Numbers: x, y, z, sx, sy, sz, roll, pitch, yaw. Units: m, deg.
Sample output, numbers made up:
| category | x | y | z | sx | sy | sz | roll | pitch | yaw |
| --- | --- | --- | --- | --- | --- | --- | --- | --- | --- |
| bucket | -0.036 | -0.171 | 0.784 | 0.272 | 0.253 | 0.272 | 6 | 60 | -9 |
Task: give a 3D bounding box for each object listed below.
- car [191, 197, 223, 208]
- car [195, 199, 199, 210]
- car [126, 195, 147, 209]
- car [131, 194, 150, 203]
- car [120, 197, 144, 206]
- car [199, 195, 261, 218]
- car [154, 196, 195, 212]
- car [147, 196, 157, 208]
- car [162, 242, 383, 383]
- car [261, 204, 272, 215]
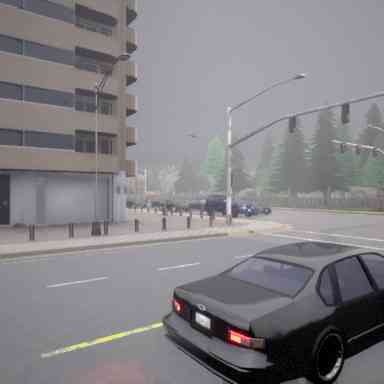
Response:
| category | x | y | z | sx | sy | sz | roll | pitch | yaw |
| --- | --- | --- | --- | --- | --- | --- | --- | --- | --- |
| car | 2.273 | 1.603 | 51.546 | 2.033 | 1.411 | 5.357 | 0 | 0 | -36 |
| car | 1.044 | 1.581 | 40.950 | 1.812 | 1.442 | 4.674 | 0 | 0 | -36 |
| car | -8.218 | 1.560 | 47.820 | 1.837 | 1.490 | 4.892 | 0 | 0 | -36 |
| car | -10.951 | 1.408 | 69.866 | 2.097 | 1.767 | 4.553 | 0 | 0 | -36 |
| car | -10.372 | 1.603 | 56.868 | 2.033 | 1.411 | 5.357 | 0 | 0 | -35 |
| car | 3.453 | 1.277 | 31.597 | 2.150 | 2.045 | 5.566 | 0 | 0 | -36 |
| car | -2.140 | 1.560 | 39.366 | 1.837 | 1.490 | 4.892 | 0 | 0 | -36 |
| car | -4.197 | 1.407 | 48.225 | 2.097 | 1.767 | 4.553 | 0 | 0 | -36 |
| car | 2.180 | 1.547 | 5.334 | 5.357 | 1.411 | 2.033 | 0 | 0 | -35 |
| car | 6.077 | 1.620 | 33.944 | 1.994 | 1.385 | 4.181 | 0 | 0 | -36 |
